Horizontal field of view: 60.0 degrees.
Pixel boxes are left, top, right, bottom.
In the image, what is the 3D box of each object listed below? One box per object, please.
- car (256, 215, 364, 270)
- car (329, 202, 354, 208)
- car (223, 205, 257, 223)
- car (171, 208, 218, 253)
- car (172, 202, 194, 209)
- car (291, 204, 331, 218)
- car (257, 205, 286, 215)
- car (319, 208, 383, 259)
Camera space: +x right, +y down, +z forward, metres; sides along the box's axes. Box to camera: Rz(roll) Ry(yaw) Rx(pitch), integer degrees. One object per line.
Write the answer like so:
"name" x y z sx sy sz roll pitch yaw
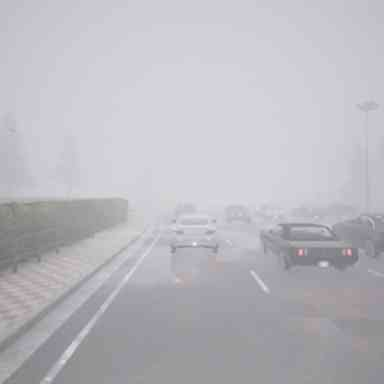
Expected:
"car" 3.590 1.684 11.254 1.895 1.301 4.718 0 0 0
"car" 14.097 1.740 32.187 1.837 1.490 4.892 0 0 0
"car" 3.596 1.746 27.223 2.033 1.411 5.357 0 0 0
"car" 0.091 1.630 14.170 1.812 1.442 4.674 0 0 0
"car" -0.810 1.726 32.058 2.128 1.511 4.902 0 0 -8
"car" 10.597 1.824 30.512 1.895 1.301 4.718 0 0 0
"car" 7.097 1.824 30.509 1.895 1.301 4.718 0 0 0
"car" 7.092 1.587 12.990 2.128 1.511 4.902 0 0 0
